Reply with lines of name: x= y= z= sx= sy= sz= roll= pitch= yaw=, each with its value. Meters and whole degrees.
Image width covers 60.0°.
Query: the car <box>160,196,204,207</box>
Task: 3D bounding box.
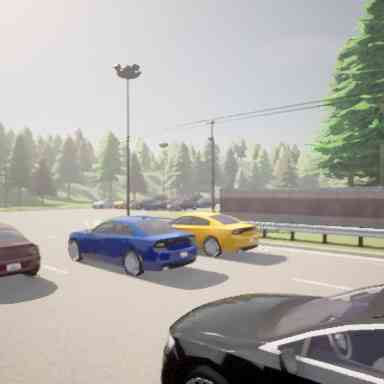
car: x=-1.212 y=1.691 z=42.392 sx=2.128 sy=1.511 sz=4.902 roll=0 pitch=0 yaw=42

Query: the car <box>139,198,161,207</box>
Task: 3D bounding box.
car: x=-4.214 y=1.821 z=44.284 sx=1.895 sy=1.301 sz=4.718 roll=0 pitch=0 yaw=42

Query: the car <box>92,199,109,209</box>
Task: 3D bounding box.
car: x=-12.873 y=1.809 z=50.344 sx=1.812 sy=1.442 sz=4.674 roll=0 pitch=0 yaw=41

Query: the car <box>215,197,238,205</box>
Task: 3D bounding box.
car: x=7.012 y=1.772 z=67.317 sx=2.128 sy=1.511 sz=4.902 roll=0 pitch=0 yaw=42

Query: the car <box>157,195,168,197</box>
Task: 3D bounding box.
car: x=-3.163 y=1.623 z=55.994 sx=2.097 sy=1.767 sz=4.553 roll=0 pitch=-1 yaw=42

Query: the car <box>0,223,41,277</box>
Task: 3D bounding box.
car: x=-5.888 y=1.592 z=9.289 sx=4.674 sy=1.442 sz=1.812 roll=0 pitch=0 yaw=41

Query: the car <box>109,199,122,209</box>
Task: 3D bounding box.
car: x=-9.243 y=1.741 z=49.164 sx=1.882 sy=1.535 sz=5.008 roll=0 pitch=0 yaw=42

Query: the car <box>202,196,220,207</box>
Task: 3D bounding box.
car: x=1.755 y=1.752 z=50.989 sx=1.812 sy=1.442 sz=4.674 roll=0 pitch=0 yaw=42

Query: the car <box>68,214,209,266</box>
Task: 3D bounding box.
car: x=-2.066 y=1.534 z=10.587 sx=5.008 sy=1.535 sz=1.882 roll=0 pitch=0 yaw=41

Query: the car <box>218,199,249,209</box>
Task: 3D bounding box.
car: x=6.350 y=1.755 z=50.895 sx=2.033 sy=1.411 sz=5.357 roll=0 pitch=0 yaw=42

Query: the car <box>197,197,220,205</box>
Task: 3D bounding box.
car: x=3.445 y=1.778 z=68.568 sx=1.882 sy=1.535 sz=5.008 roll=0 pitch=0 yaw=42

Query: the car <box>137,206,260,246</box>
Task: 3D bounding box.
car: x=0.235 y=1.537 z=13.224 sx=5.008 sy=1.535 sz=1.882 roll=0 pitch=0 yaw=41

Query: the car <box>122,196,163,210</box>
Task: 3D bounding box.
car: x=-6.806 y=1.733 z=46.637 sx=2.128 sy=1.511 sz=4.902 roll=0 pitch=0 yaw=42

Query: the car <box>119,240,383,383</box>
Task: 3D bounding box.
car: x=1.833 y=1.496 z=2.535 sx=4.902 sy=1.511 sz=2.128 roll=0 pitch=0 yaw=41
